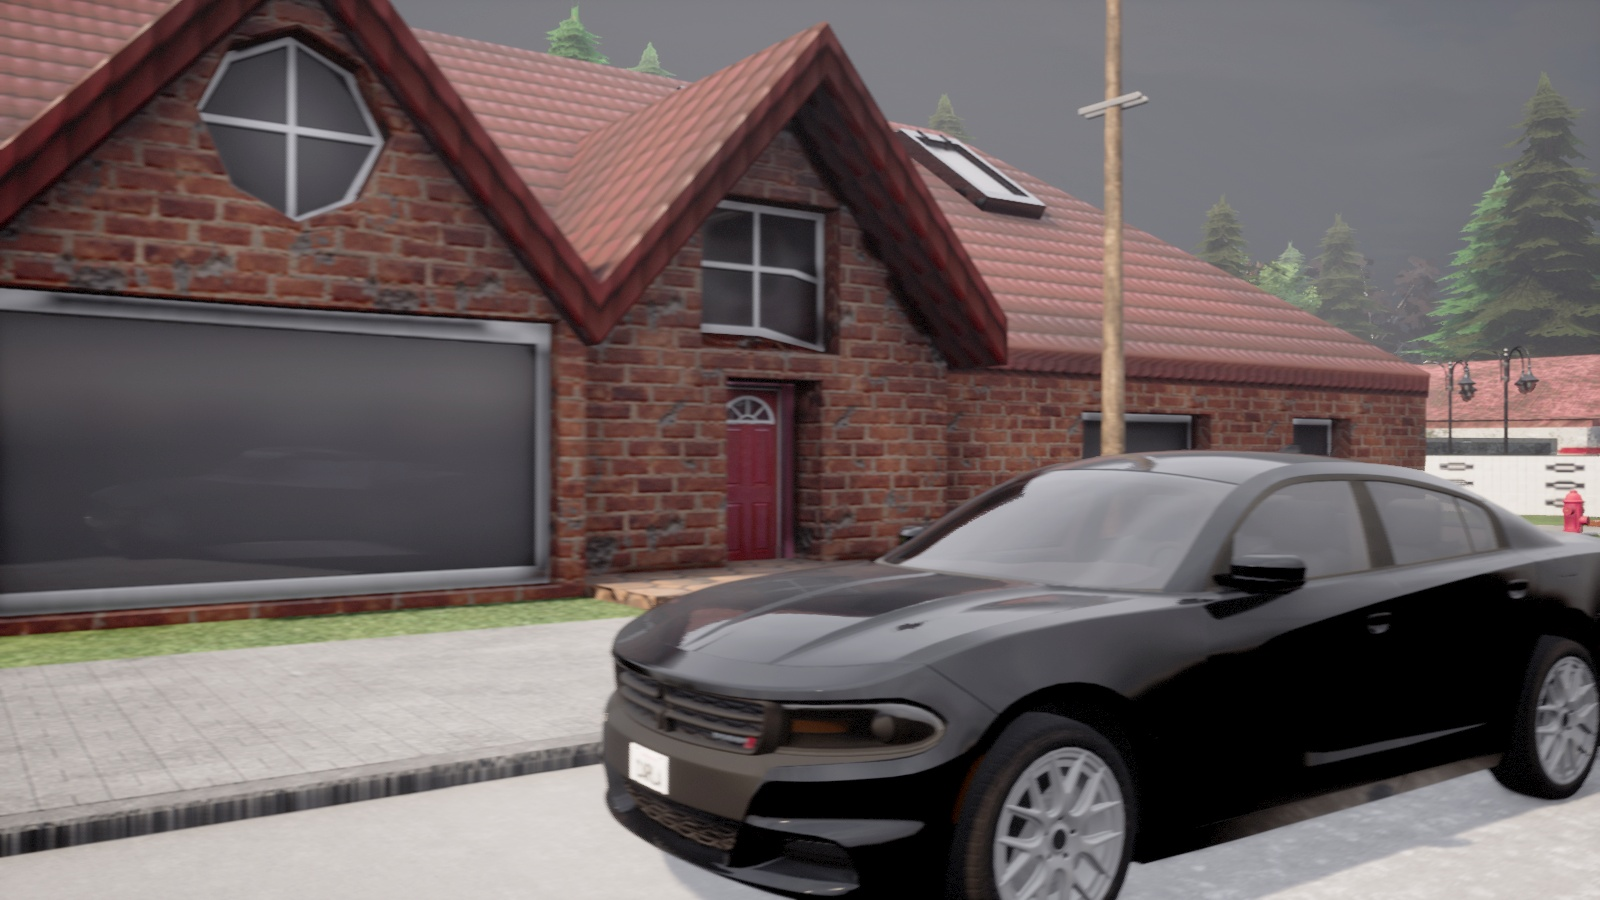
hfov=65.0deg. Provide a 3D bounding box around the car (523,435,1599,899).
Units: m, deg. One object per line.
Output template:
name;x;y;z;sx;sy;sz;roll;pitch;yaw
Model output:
car;1.561;0.732;5.343;5.008;1.535;1.882;0;0;-34
